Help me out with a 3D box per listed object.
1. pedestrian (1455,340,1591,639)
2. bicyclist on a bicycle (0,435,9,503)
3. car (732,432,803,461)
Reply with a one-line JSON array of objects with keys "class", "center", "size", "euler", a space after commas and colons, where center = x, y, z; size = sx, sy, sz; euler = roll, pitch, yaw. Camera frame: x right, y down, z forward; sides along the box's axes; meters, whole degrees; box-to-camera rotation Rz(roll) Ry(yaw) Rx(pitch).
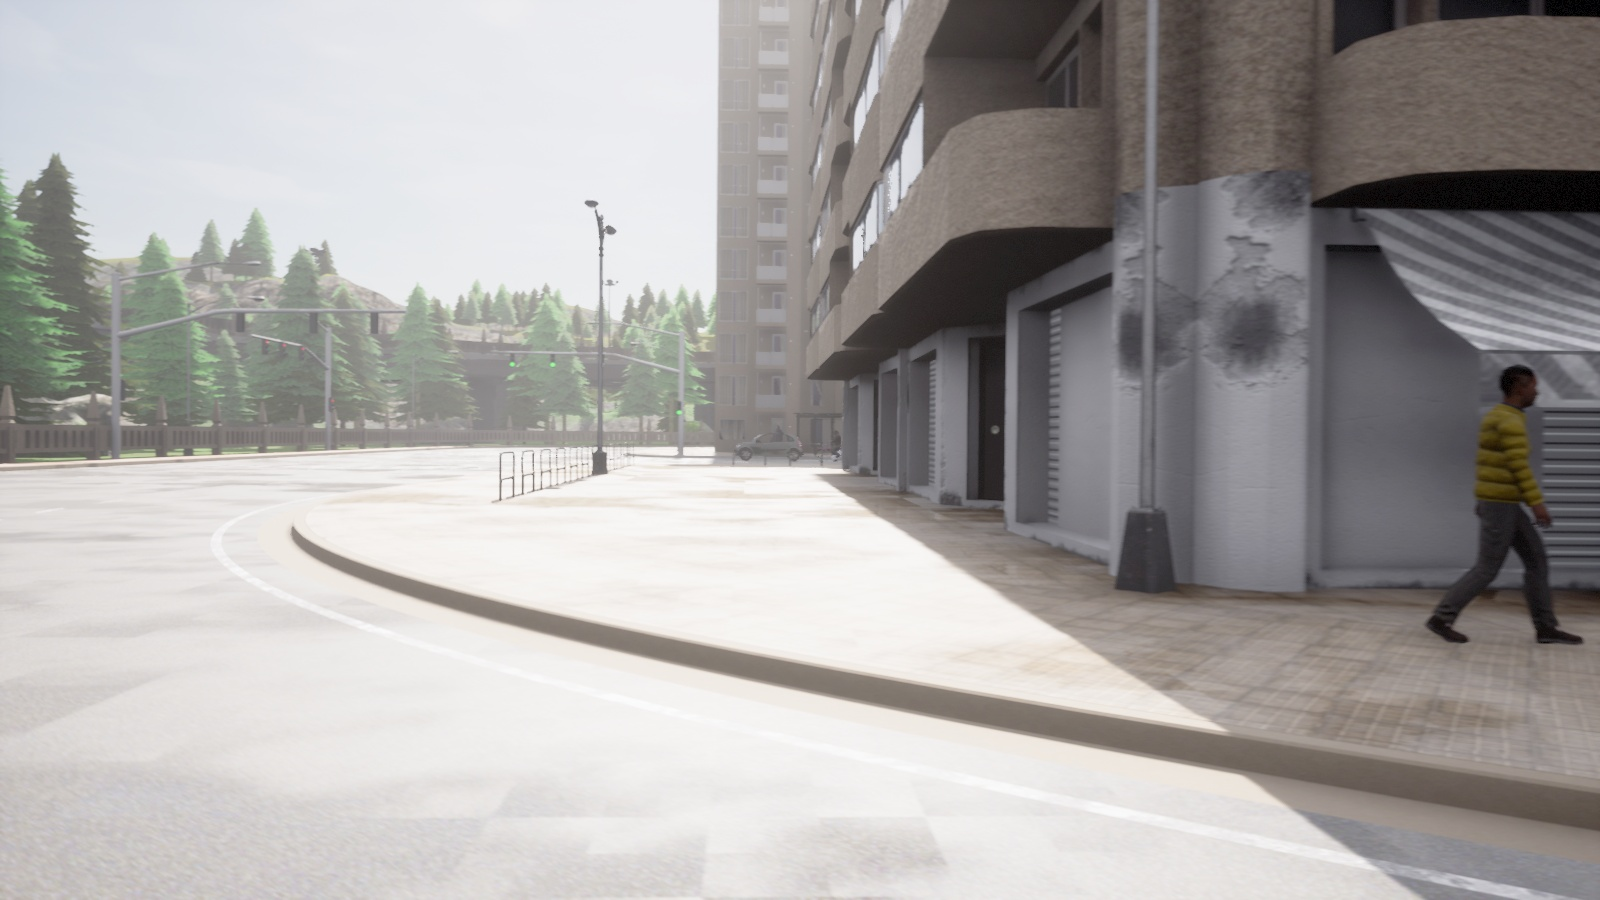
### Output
[{"class": "pedestrian", "center": [4.625, 0.243, 8.059], "size": [0.709, 1.840, 0.431], "euler": [0, 1, 23]}, {"class": "bicyclist on a bicycle", "center": [-19.229, 0.459, 29.095], "size": [0.866, 1.612, 1.509], "euler": [0, 1, -3]}, {"class": "car", "center": [-1.852, -0.210, 71.160], "size": [3.988, 1.617, 1.851], "euler": [-1, 1, -3]}]
